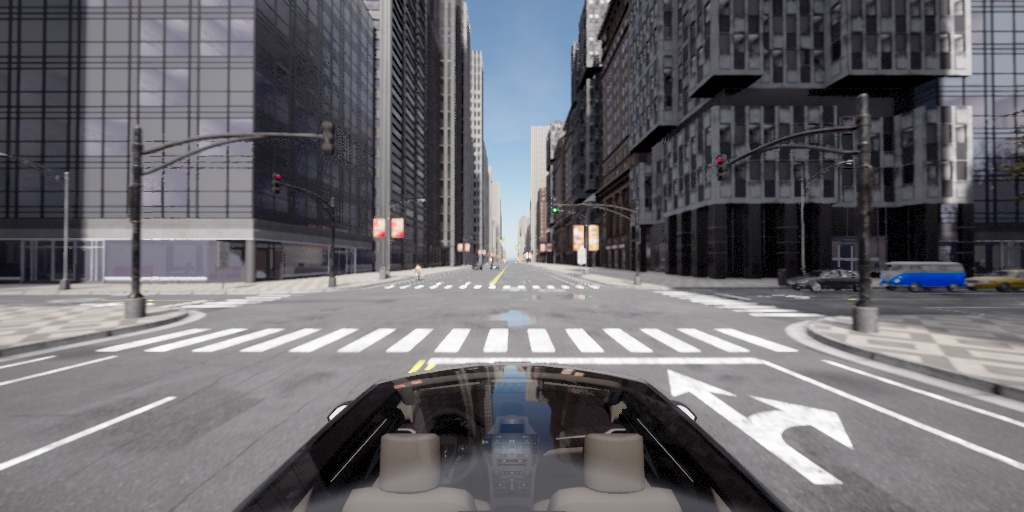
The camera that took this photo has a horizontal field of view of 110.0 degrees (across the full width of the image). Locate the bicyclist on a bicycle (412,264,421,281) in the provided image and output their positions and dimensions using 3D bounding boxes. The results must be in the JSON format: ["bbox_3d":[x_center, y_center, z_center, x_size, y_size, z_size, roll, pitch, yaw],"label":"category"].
[{"bbox_3d":[-8.804,1.517,33.393,0.866,1.612,1.509,0,-1,0],"label":"bicyclist on a bicycle"}]

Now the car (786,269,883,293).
[{"bbox_3d":[19.128,1.467,21.759,4.403,1.370,2.007,0,0,0],"label":"car"}]

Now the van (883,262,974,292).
[{"bbox_3d":[24.747,1.245,21.735,3.998,1.789,1.690,0,0,0],"label":"van"}]

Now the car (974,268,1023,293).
[{"bbox_3d":[30.194,1.419,21.712,4.829,1.417,1.751,0,0,0],"label":"car"}]
